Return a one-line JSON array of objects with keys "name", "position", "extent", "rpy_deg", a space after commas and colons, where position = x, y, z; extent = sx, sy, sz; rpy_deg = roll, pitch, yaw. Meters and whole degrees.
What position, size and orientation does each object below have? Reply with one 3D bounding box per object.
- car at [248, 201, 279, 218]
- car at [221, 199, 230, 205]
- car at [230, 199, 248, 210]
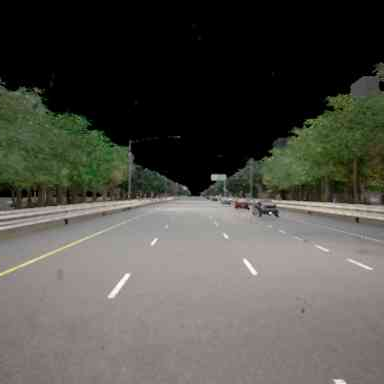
[{"name": "car", "position": [7.053, 1.662, 32.219], "extent": [1.837, 1.490, 4.892], "rpy_deg": [0, -1, 0]}, {"name": "car", "position": [7.275, 2.170, 71.899], "extent": [1.895, 1.301, 4.718], "rpy_deg": [0, -1, 0]}, {"name": "car", "position": [7.126, 1.822, 48.830], "extent": [1.882, 1.535, 5.008], "rpy_deg": [0, -1, 0]}]
